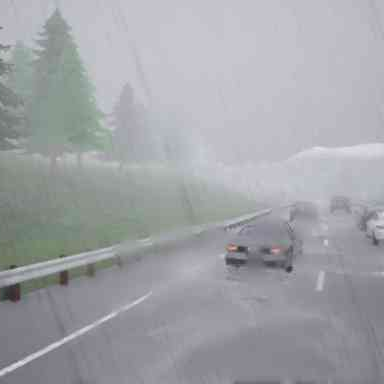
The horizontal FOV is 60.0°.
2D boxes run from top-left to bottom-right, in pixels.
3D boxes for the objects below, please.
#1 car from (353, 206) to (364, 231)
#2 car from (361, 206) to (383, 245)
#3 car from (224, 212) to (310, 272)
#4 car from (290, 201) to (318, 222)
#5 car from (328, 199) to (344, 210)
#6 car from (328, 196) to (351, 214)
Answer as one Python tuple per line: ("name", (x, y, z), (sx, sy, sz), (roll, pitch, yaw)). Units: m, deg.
("car", (11.521, 1.626, 21.088), (1.837, 1.490, 4.892), (-1, -1, 22))
("car", (9.243, 1.609, 15.456), (1.812, 1.442, 4.674), (-1, -1, 22))
("car", (2.649, 1.640, 11.286), (2.033, 1.411, 5.357), (-1, -1, 23))
("car", (9.656, 1.562, 28.598), (2.097, 1.767, 4.553), (-1, -1, 21))
("car", (22.013, 1.883, 51.043), (2.033, 1.411, 5.357), (-1, -1, 21))
("car", (17.764, 1.483, 40.022), (2.150, 2.045, 5.566), (-1, 0, 22))
